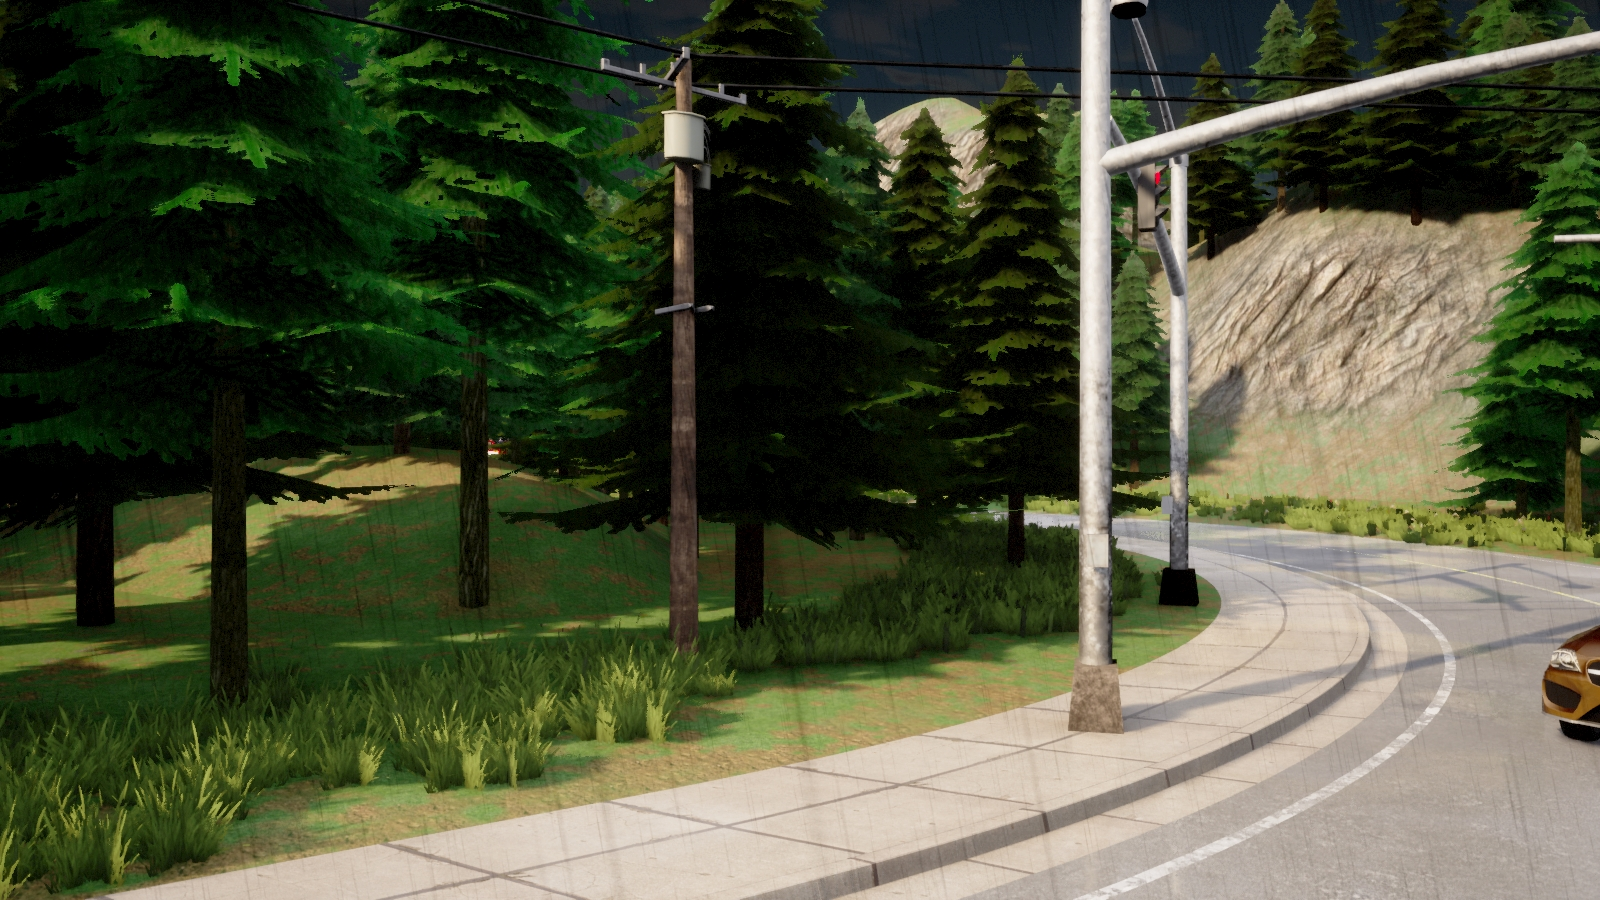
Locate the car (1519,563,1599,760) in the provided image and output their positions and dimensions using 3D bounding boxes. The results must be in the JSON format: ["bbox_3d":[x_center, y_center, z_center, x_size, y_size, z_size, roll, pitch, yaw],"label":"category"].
[{"bbox_3d":[9.577,1.970,11.147,5.027,1.651,2.152,0,0,-29],"label":"car"}]
